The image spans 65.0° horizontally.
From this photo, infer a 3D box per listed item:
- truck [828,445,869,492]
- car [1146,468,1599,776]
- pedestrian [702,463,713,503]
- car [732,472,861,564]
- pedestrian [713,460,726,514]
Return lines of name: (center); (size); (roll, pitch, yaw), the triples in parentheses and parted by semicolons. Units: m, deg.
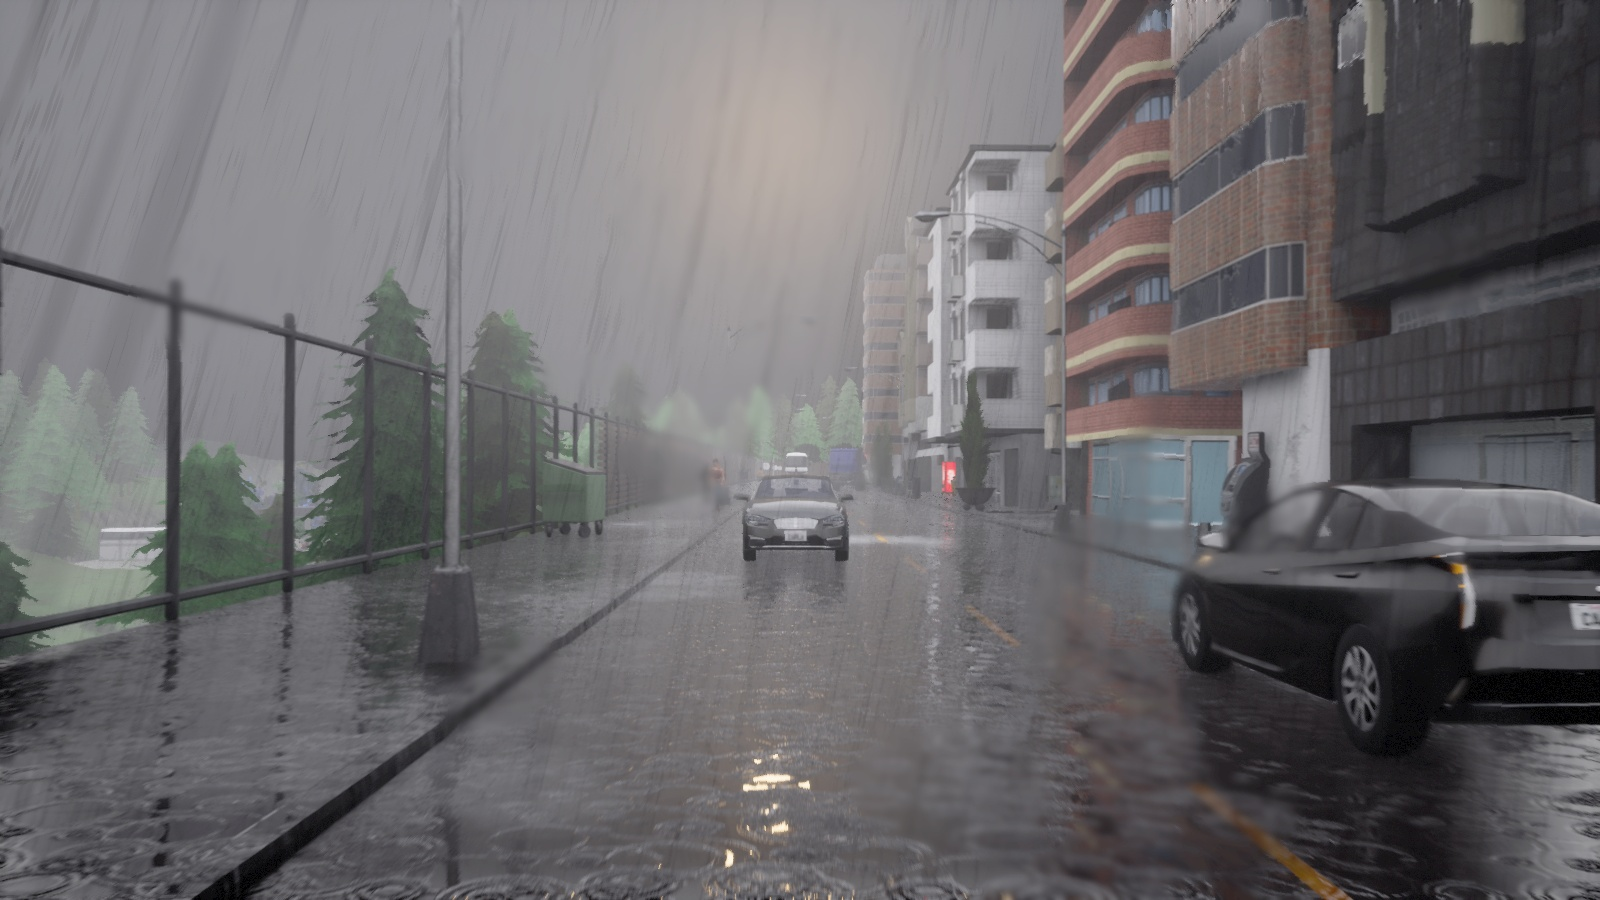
truck: (3.722, 1.461, 98.166); (2.891, 3.462, 7.936); (0, -1, 0)
car: (3.974, 0.888, 8.496); (2.007, 1.525, 4.514); (0, -1, 0)
pedestrian: (-4.275, 1.514, 58.059); (0.431, 1.840, 0.703); (0, -1, 0)
car: (-0.065, 1.159, 23.183); (2.128, 1.511, 4.902); (0, -1, 0)
pedestrian: (-2.721, 1.245, 42.381); (0.345, 1.836, 0.594); (0, -1, -10)
